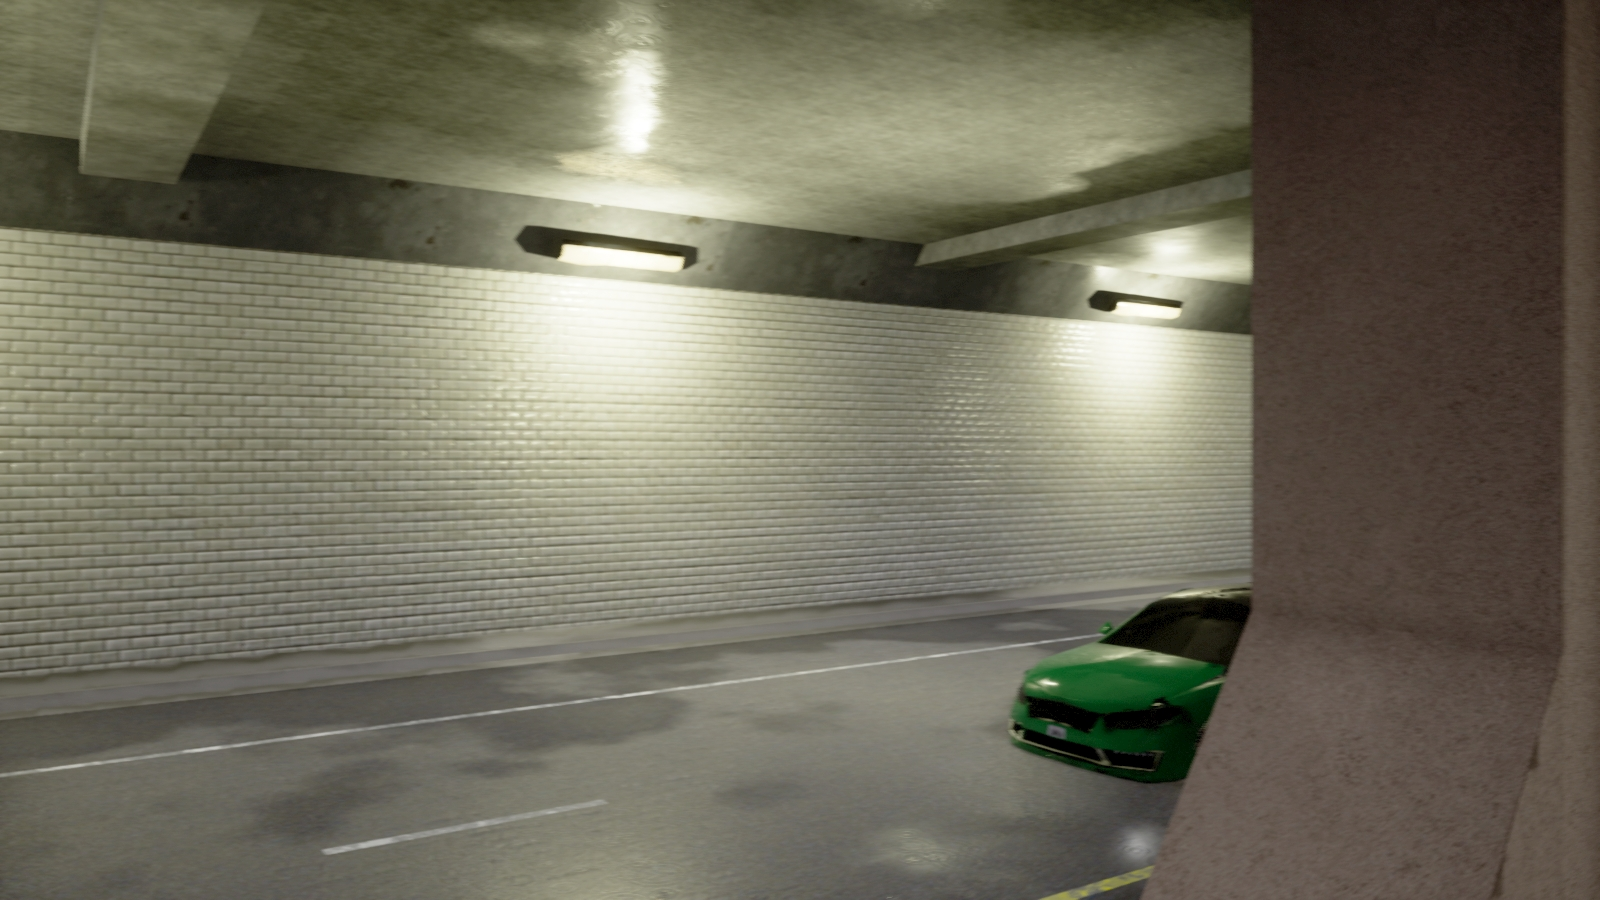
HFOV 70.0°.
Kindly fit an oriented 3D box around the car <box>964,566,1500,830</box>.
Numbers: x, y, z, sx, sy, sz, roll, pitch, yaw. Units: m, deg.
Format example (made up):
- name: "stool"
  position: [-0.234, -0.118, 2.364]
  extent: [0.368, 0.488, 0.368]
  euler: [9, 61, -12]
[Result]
- name: "car"
  position: [4.137, 2.058, 10.687]
  extent: [4.892, 1.480, 2.231]
  euler: [0, 0, -33]
